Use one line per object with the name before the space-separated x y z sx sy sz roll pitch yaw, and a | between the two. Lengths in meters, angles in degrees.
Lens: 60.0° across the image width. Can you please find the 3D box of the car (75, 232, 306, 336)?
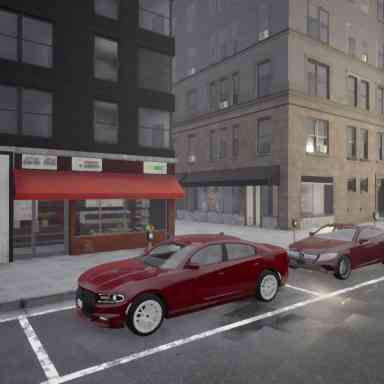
car | 0.022 1.545 6.662 4.507 1.381 1.887 0 0 -35

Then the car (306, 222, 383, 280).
car | 4.541 1.577 9.884 4.206 1.307 1.802 0 0 -35
